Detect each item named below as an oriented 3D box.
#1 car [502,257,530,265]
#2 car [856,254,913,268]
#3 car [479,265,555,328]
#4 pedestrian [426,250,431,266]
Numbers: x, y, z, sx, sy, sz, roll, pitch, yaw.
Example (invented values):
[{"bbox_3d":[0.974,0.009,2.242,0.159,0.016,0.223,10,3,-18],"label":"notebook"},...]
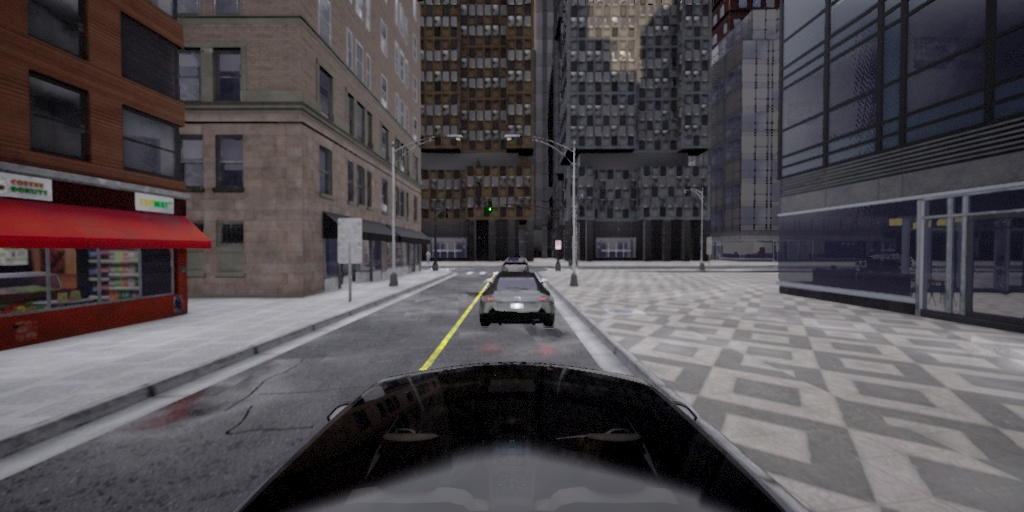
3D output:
[{"bbox_3d":[0.288,0.803,25.972,2.128,1.511,4.902,0,1,2],"label":"car"},{"bbox_3d":[39.443,0.524,38.049,4.902,1.511,2.128,0,1,1],"label":"car"},{"bbox_3d":[0.136,1.151,10.741,1.994,1.385,4.181,0,1,0],"label":"car"},{"bbox_3d":[-9.725,0.181,41.757,0.375,1.860,0.375,0,1,1],"label":"pedestrian"}]
